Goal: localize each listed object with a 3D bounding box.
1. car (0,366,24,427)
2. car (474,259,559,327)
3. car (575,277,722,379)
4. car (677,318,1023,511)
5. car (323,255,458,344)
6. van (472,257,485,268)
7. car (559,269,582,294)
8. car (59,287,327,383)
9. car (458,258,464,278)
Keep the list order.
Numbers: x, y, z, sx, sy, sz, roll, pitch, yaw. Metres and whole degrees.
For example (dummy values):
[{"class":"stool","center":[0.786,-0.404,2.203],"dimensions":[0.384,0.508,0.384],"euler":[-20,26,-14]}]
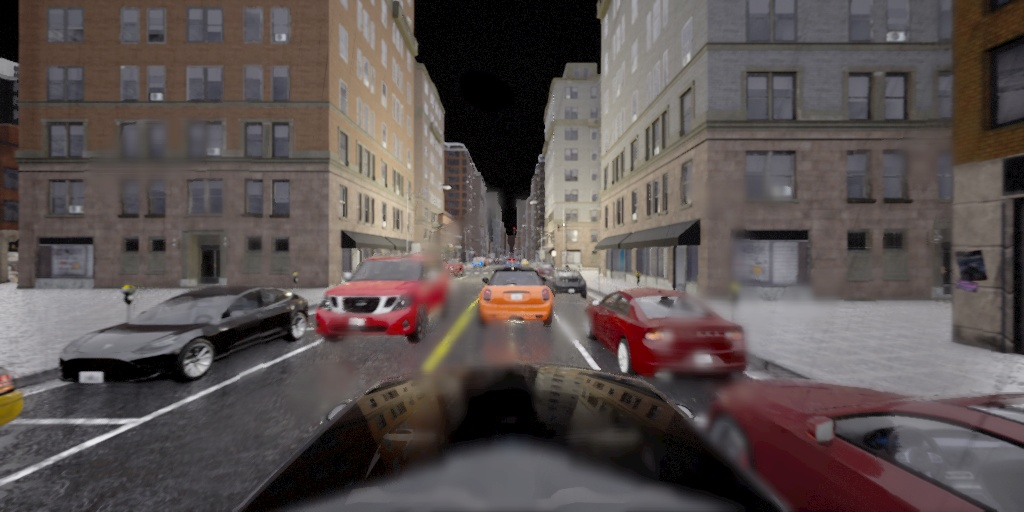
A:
[{"class":"car","center":[-5.859,1.275,1.488],"dimensions":[1.751,1.417,4.829],"euler":[0,0,0]},{"class":"car","center":[0.087,1.115,11.706],"dimensions":[2.097,1.767,4.553],"euler":[0,0,-1]},{"class":"car","center":[2.667,1.302,7.201],"dimensions":[1.888,1.381,4.507],"euler":[0,0,0]},{"class":"car","center":[2.668,1.332,1.676],"dimensions":[1.802,1.307,4.207],"euler":[0,0,0]},{"class":"car","center":[-3.102,0.982,9.996],"dimensions":[2.150,2.045,5.566],"euler":[0,0,0]},{"class":"van","center":[-5.859,1.155,61.748],"dimensions":[1.690,1.789,3.998],"euler":[0,0,0]},{"class":"car","center":[2.667,1.321,18.252],"dimensions":[2.007,1.370,4.403],"euler":[0,0,0]},{"class":"car","center":[-5.859,1.323,7.181],"dimensions":[1.948,1.339,4.313],"euler":[0,0,0]},{"class":"car","center":[-5.859,1.103,34.800],"dimensions":[2.192,1.841,5.009],"euler":[0,0,0]}]
